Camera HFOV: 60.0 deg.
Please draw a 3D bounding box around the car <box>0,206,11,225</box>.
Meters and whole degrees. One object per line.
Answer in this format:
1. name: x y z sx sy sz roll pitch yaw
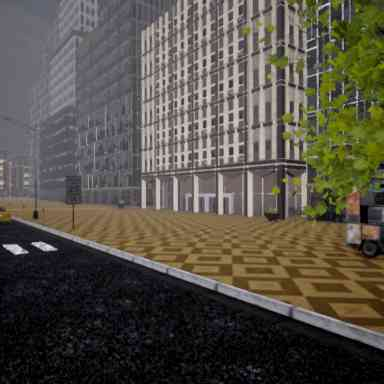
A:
1. car: -13.899 1.519 23.329 1.752 1.417 4.829 0 0 -38
